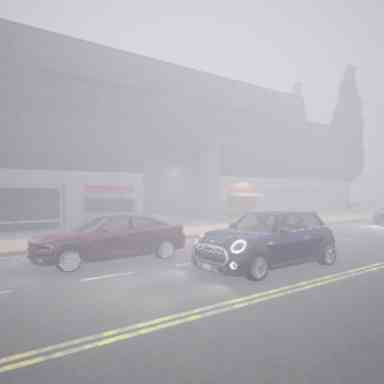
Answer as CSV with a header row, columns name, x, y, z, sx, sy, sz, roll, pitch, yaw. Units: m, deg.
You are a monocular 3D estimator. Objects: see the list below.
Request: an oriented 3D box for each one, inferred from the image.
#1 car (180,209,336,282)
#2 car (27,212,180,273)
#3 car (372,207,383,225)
name,x,y,z,sx,sy,sz,roll,pitch,yaw
car,2.210,1.324,9.845,4.553,1.767,2.097,0,0,-35
car,-2.552,1.439,10.761,5.008,1.535,1.882,0,0,-35
car,14.026,1.514,22.452,4.181,1.385,1.994,0,0,-35
